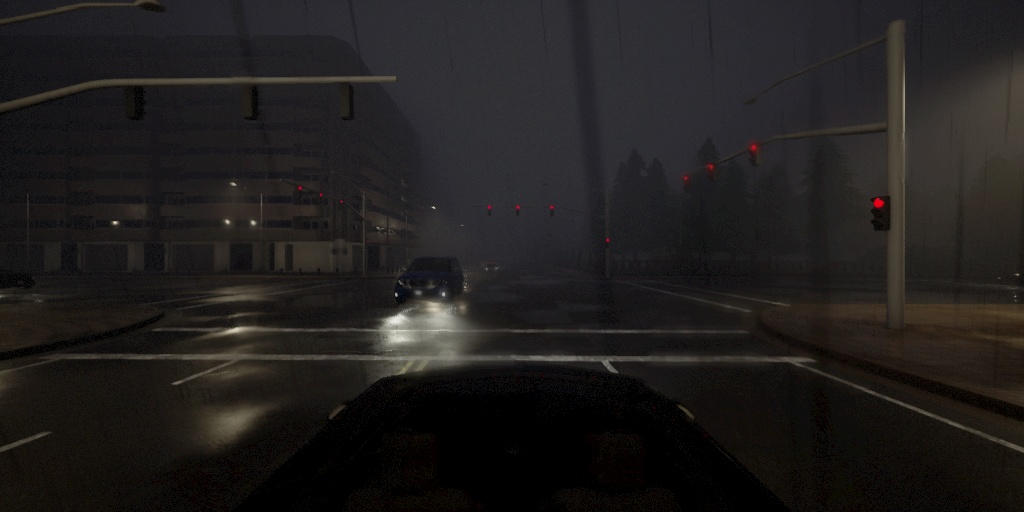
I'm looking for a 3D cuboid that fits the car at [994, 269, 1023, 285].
[{"bbox_3d":[34.996,1.209,23.287,4.674,1.442,1.812,0,0,22],"label":"car"}]

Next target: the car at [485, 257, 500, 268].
[{"bbox_3d":[-3.514,1.243,61.310,1.882,1.535,5.008,0,1,0],"label":"car"}]

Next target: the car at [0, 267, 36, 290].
[{"bbox_3d":[-29.290,1.163,19.575,5.008,1.535,1.882,0,0,0],"label":"car"}]

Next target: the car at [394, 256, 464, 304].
[{"bbox_3d":[-3.497,1.021,16.194,2.150,2.045,5.566,0,0,0],"label":"car"}]
